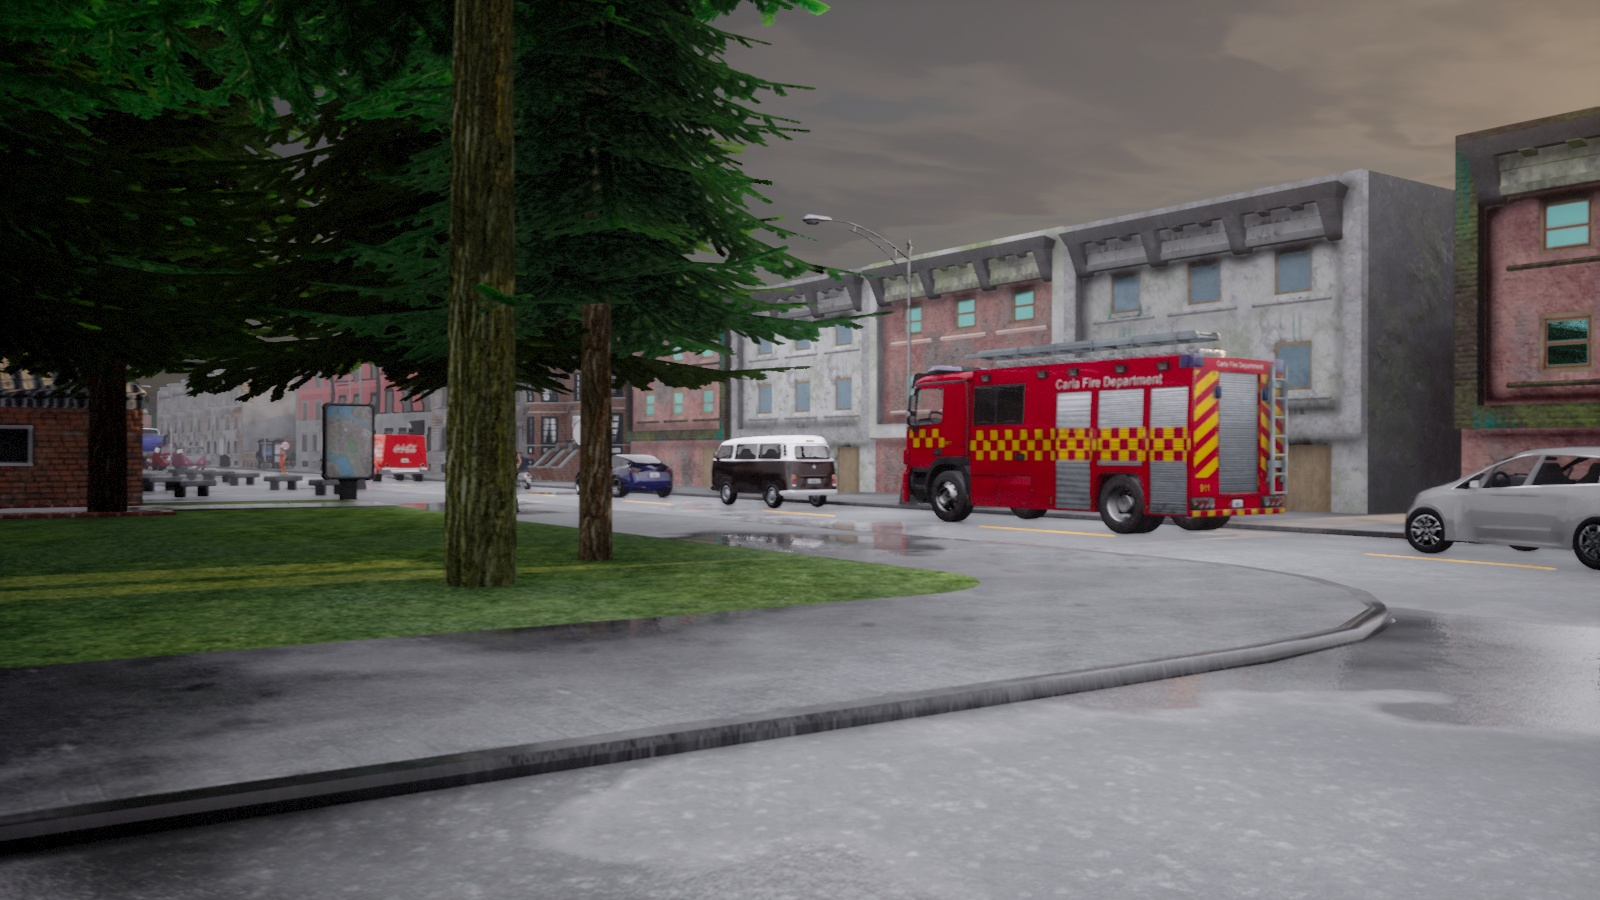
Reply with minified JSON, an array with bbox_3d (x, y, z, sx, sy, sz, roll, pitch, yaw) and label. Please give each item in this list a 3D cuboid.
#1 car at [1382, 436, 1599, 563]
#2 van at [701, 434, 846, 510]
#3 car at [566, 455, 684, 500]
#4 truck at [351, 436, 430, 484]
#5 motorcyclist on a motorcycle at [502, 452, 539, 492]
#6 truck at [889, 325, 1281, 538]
[{"bbox_3d":[11.108,0.656,18.315,2.242,1.667,4.611,0,0,-17],"label":"car"},{"bbox_3d":[-0.838,0.604,36.332,2.069,2.038,4.480,0,0,-34],"label":"van"},{"bbox_3d":[-6.218,0.911,44.161,2.163,1.488,4.792,0,0,-34],"label":"car"},{"bbox_3d":[-21.853,0.515,66.862,2.627,2.467,5.204,0,0,-35],"label":"truck"},{"bbox_3d":[-11.549,0.895,51.918,0.866,1.590,1.817,0,0,-35],"label":"motorcyclist on a motorcycle"},{"bbox_3d":[5.695,-0.321,26.919,2.891,3.827,8.468,0,0,-35],"label":"truck"}]
